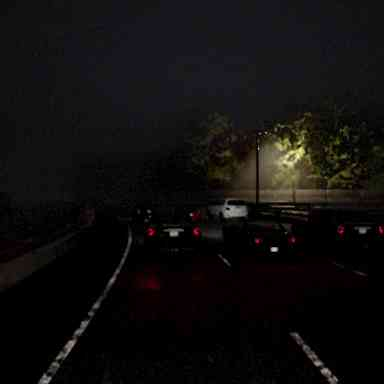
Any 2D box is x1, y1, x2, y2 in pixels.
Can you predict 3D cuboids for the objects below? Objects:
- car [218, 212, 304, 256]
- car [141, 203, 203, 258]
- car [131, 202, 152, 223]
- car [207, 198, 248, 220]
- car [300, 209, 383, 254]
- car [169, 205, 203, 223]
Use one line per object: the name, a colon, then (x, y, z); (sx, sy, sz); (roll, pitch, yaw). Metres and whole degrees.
car: (2.603, 1.748, 13.858); (1.895, 1.301, 4.718); (0, -1, -7)
car: (-0.900, 1.495, 13.627); (2.097, 1.767, 4.553); (0, -1, -8)
car: (-3.985, 1.651, 28.542); (2.097, 1.767, 4.553); (0, -1, -16)
car: (3.024, 1.535, 29.506); (2.150, 2.045, 5.566); (0, 0, -15)
car: (6.052, 1.504, 14.425); (2.097, 1.767, 4.553); (0, -1, -8)
car: (-0.615, 1.875, 29.488); (1.994, 1.385, 4.181); (0, -1, -16)
